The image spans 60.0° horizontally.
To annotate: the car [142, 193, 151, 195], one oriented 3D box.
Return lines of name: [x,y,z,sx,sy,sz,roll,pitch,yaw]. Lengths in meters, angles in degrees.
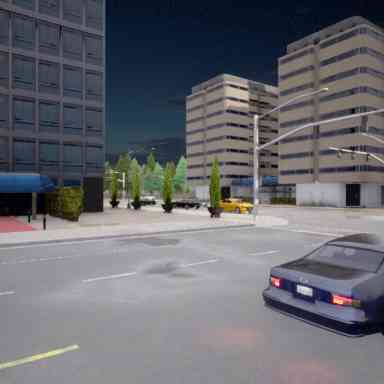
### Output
car: [-8.527,1.223,60.767,2.150,2.045,5.566,0,0,-35]

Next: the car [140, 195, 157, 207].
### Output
car: [-7.443,1.600,53.076,1.895,1.301,4.718,0,0,-35]

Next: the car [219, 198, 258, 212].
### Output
car: [5.608,1.505,40.535,1.837,1.490,4.892,0,0,-35]

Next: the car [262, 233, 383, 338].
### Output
car: [3.768,1.547,6.510,5.357,1.411,2.033,0,0,-35]

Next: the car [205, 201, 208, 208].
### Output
car: [0.295,1.491,48.119,2.128,1.511,4.902,0,0,-35]

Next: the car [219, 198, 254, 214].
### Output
car: [4.509,1.478,36.001,1.882,1.535,5.008,0,0,-35]

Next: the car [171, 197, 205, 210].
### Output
car: [-0.852,1.601,43.655,1.895,1.301,4.718,0,0,-35]
